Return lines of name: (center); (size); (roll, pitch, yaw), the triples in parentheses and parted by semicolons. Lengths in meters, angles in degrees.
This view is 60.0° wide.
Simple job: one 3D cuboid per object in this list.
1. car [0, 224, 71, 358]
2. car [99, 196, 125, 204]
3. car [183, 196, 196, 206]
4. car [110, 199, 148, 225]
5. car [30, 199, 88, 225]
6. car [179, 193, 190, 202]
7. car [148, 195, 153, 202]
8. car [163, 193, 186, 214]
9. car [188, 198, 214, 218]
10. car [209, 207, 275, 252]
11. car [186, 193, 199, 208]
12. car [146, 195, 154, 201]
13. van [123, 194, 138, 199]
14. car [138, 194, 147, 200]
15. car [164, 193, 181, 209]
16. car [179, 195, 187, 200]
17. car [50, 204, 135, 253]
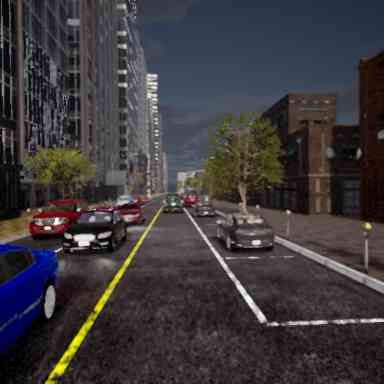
car: (-3.287, 1.505, 4.307); (1.882, 1.535, 5.008); (-1, 0, -5)
car: (-7.379, 1.458, 28.911); (1.967, 1.590, 4.097); (-2, 0, -3)
car: (-0.366, 1.406, 52.396); (1.752, 1.417, 4.829); (-2, 0, -3)
car: (-4.461, 1.521, 24.095); (1.812, 1.442, 4.674); (-1, 0, -4)
car: (-6.816, 1.352, 17.856); (2.192, 1.841, 5.009); (-2, 0, -3)
car: (-1.675, 1.159, 74.325); (2.192, 1.841, 5.009); (-2, 0, -3)
car: (-9.706, 1.495, 68.314); (1.887, 1.381, 4.507); (-2, 0, -3)
car: (-1.977, 1.293, 35.251); (2.097, 1.767, 4.553); (-1, 0, -3)
car: (1.013, 1.471, 29.393); (2.008, 1.369, 4.403); (-2, 0, -3)
car: (2.072, 1.495, 13.560); (2.008, 1.369, 4.403); (-2, 0, -3)
car: (-0.033, 1.206, 46.700); (2.192, 1.841, 5.009); (-2, 0, -3)
car: (-10.681, 1.448, 84.719); (1.752, 1.417, 4.829); (-2, 0, -3)
van: (-8.070, 1.339, 40.688); (1.690, 1.788, 3.998); (-2, 0, -3)
car: (-8.727, 1.294, 51.738); (2.192, 1.841, 5.009); (-2, 0, -3)
car: (-2.674, 1.146, 46.263); (2.150, 2.045, 5.566); (-1, 1, -3)
car: (-2.325, 1.391, 85.374); (1.947, 1.339, 4.313); (-2, 0, -3)
car: (-3.865, 1.503, 13.895); (2.128, 1.511, 4.902); (-1, 0, -3)
